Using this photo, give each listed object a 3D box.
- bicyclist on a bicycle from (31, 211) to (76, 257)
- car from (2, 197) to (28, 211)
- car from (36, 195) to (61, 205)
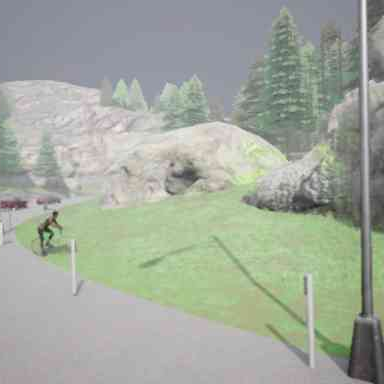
[{"bbox_3d":[-5.188,1.534,12.385,1.656,1.620,0.582,-3,2,-1],"label":"bicyclist on a bicycle"},{"bbox_3d":[-20.825,1.303,38.655,1.882,1.535,5.008,0,1,-4],"label":"car"},{"bbox_3d":[-21.077,1.100,49.104,1.994,1.385,4.181,0,2,7],"label":"car"}]
